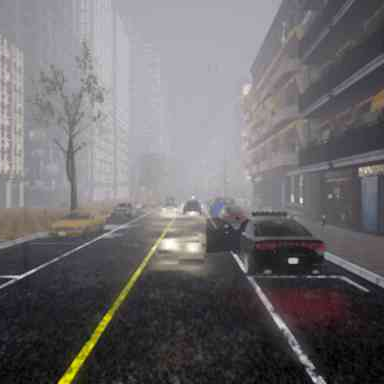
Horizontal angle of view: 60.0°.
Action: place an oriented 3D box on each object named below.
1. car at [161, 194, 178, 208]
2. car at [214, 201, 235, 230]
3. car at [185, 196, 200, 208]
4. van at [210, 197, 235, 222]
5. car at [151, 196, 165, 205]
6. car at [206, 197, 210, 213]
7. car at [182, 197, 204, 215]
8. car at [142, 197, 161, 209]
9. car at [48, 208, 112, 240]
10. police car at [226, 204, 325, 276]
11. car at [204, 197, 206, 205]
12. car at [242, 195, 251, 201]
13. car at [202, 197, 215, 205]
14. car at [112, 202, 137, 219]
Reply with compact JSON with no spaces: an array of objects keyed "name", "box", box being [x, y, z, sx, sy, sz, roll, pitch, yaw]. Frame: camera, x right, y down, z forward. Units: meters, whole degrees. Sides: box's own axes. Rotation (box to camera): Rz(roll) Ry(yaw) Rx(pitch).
[{"name":"car","box":[-2.984,1.442,46.460,1.837,1.490,4.892,0,0,0]},{"name":"car","box":[2.704,1.545,22.664,1.802,1.307,4.206,0,0,0]},{"name":"car","box":[0.066,1.424,48.195,2.128,1.511,4.902,0,0,1]},{"name":"van","box":[2.708,1.297,28.196,1.690,1.788,3.998,0,0,0]},{"name":"car","box":[-5.655,1.471,55.866,1.887,1.381,4.507,0,0,0]},{"name":"car","box":[2.711,1.389,33.729,1.967,1.590,4.097,0,0,0]},{"name":"car","box":[0.065,1.475,33.722,1.812,1.442,4.674,0,0,1]},{"name":"car","box":[-5.662,1.462,44.630,1.752,1.417,4.829,0,0,0]},{"name":"car","box":[-5.680,1.496,16.967,1.752,1.417,4.829,0,0,0]},{"name":"police car","box":[2.374,1.406,10.378,1.930,1.638,5.238,0,0,0]},{"name":"car","box":[2.718,1.487,44.794,2.008,1.369,4.403,0,0,0]},{"name":"car","box":[13.474,1.257,75.259,4.403,1.369,2.008,-1,1,-1]},{"name":"car","box":[2.725,1.477,55.860,2.008,1.369,4.403,0,0,0]},{"name":"car","box":[-5.673,1.538,28.203,1.802,1.307,4.206,0,0,0]}]
